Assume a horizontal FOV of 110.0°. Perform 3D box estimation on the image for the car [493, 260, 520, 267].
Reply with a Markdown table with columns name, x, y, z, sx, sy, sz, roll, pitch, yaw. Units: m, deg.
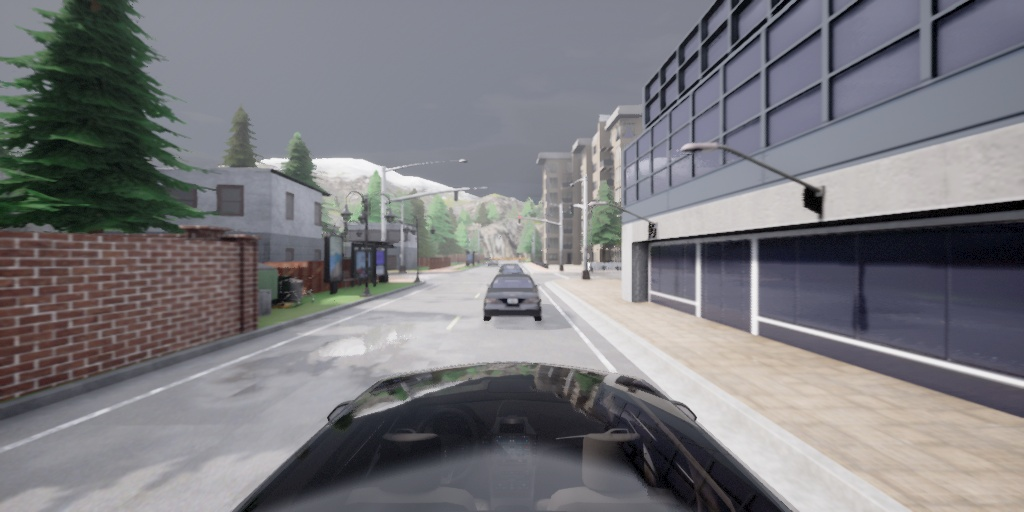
| name | x | y | z | sx | sy | sz | roll | pitch | yaw |
| --- | --- | --- | --- | --- | --- | --- | --- | --- | --- |
| car | -0.168 | 1.277 | 27.439 | 2.033 | 1.411 | 5.357 | 0 | 0 | -5 |

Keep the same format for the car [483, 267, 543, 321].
| name | x | y | z | sx | sy | sz | roll | pitch | yaw |
| --- | --- | --- | --- | --- | --- | --- | --- | --- | --- |
| car | 0.033 | 1.289 | 12.456 | 2.033 | 1.411 | 5.357 | 0 | 0 | 0 |
